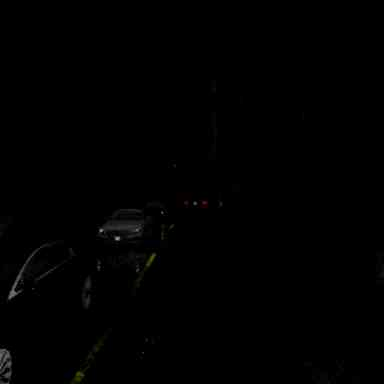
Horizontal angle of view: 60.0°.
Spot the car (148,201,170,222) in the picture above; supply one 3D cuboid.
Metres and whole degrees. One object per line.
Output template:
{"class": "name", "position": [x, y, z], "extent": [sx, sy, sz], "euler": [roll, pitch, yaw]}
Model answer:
{"class": "car", "position": [-2.668, 1.391, 24.863], "extent": [1.812, 1.442, 4.674], "euler": [0, 0, 1]}

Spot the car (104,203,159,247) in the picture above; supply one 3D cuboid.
{"class": "car", "position": [-2.759, 1.443, 14.724], "extent": [1.812, 1.442, 4.674], "euler": [0, 0, 1]}

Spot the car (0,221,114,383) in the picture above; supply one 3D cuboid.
{"class": "car", "position": [-2.827, 1.462, 4.769], "extent": [2.128, 1.511, 4.902], "euler": [0, 0, 0]}

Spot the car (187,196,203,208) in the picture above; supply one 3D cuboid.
{"class": "car", "position": [0.364, 1.327, 44.808], "extent": [2.033, 1.411, 5.357], "euler": [0, 0, 0]}

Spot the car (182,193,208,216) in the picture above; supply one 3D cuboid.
{"class": "car", "position": [0.280, 1.062, 30.574], "extent": [2.150, 2.045, 5.566], "euler": [0, 0, 0]}
